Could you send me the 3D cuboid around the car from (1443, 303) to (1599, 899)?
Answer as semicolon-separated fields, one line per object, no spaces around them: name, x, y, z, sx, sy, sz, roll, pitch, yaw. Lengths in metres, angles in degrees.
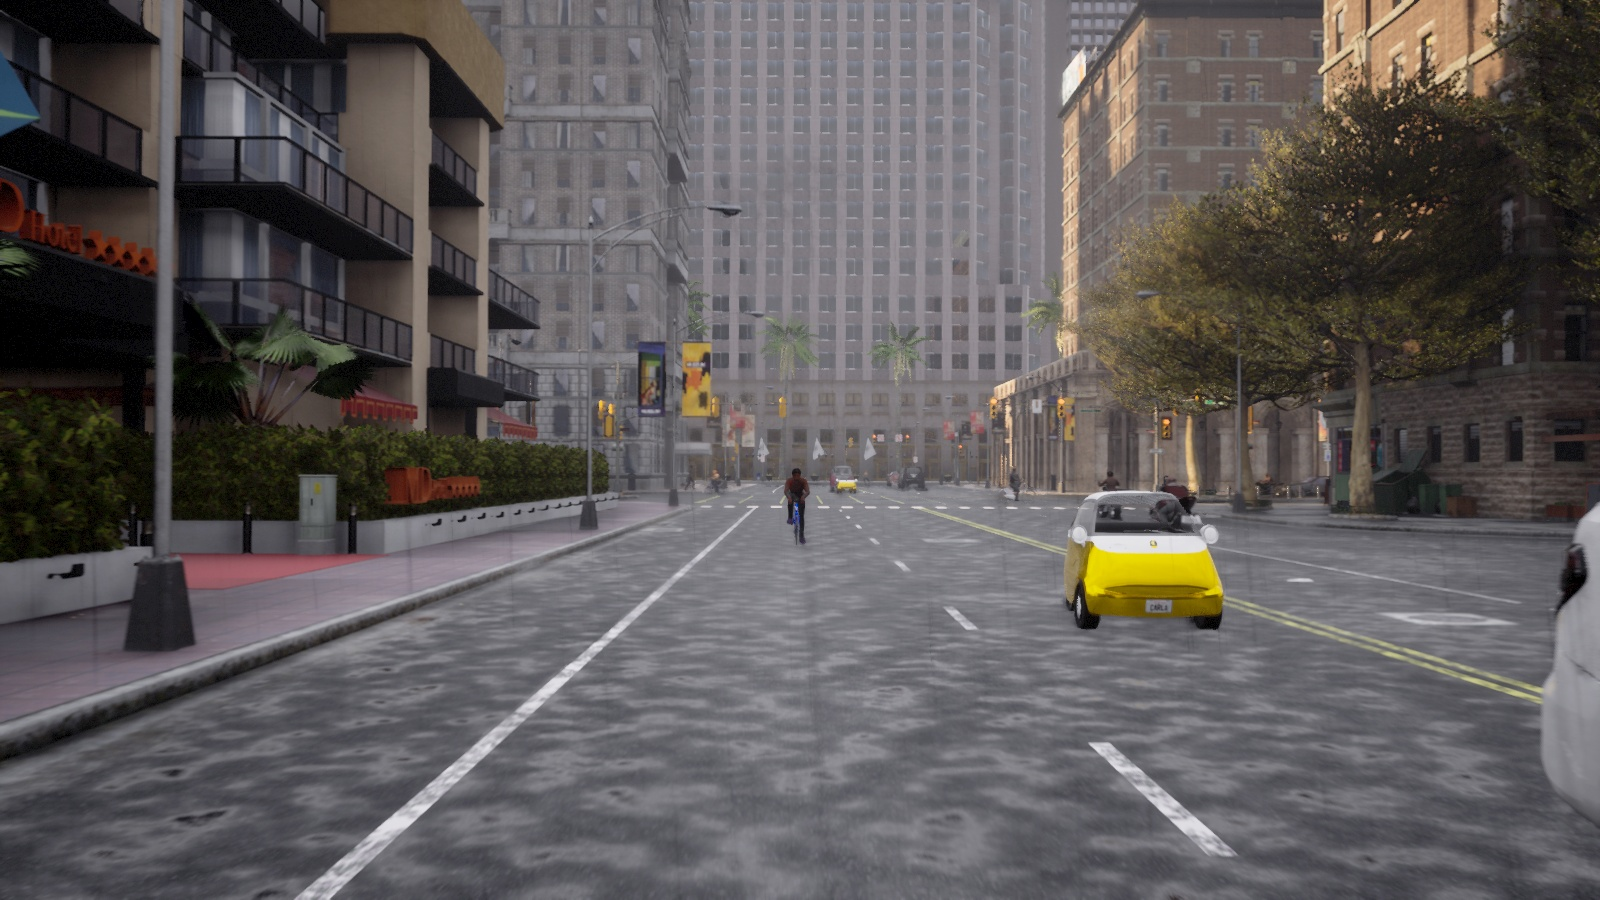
car;3.492;0.550;1.896;2.150;2.045;5.566;0;-1;0

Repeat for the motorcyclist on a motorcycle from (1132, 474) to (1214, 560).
motorcyclist on a motorcycle;6.942;1.216;23.516;0.866;1.530;2.191;0;-1;0

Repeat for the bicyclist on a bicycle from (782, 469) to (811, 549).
bicyclist on a bicycle;-0.066;1.212;26.507;0.582;1.620;1.656;0;-1;0

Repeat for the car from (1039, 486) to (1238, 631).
car;3.467;1.076;13.189;1.481;1.376;2.207;0;-1;0

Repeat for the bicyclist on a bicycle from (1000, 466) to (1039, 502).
bicyclist on a bicycle;11.039;1.698;63.138;1.843;1.776;0.659;0;-1;0

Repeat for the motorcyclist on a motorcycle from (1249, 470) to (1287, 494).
motorcyclist on a motorcycle;29.115;1.987;78.066;2.044;1.523;0.797;0;-1;1

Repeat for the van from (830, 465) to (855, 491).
van;3.258;2.190;97.674;1.775;1.987;4.442;0;-1;0

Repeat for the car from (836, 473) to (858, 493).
car;3.283;2.338;88.486;1.481;1.376;2.207;0;-1;0

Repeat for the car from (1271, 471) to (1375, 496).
car;30.973;1.985;74.475;5.357;1.411;2.033;0;-1;1
